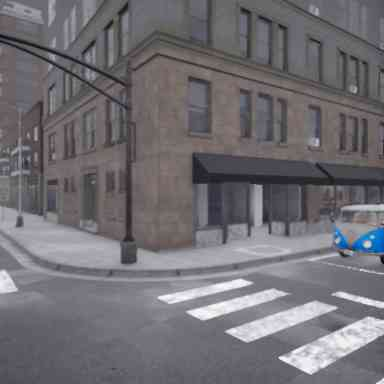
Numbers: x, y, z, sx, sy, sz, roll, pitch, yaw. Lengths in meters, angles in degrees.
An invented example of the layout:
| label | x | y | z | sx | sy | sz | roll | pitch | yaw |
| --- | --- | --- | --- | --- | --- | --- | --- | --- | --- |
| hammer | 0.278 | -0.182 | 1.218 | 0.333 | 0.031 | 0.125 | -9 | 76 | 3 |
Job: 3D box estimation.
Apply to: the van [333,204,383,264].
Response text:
| label | x | y | z | sx | sy | sz | roll | pitch | yaw |
| --- | --- | --- | --- | --- | --- | --- | --- | --- | --- |
| van | 6.495 | 1.322 | 11.391 | 3.998 | 1.788 | 1.690 | 0 | 0 | -35 |
